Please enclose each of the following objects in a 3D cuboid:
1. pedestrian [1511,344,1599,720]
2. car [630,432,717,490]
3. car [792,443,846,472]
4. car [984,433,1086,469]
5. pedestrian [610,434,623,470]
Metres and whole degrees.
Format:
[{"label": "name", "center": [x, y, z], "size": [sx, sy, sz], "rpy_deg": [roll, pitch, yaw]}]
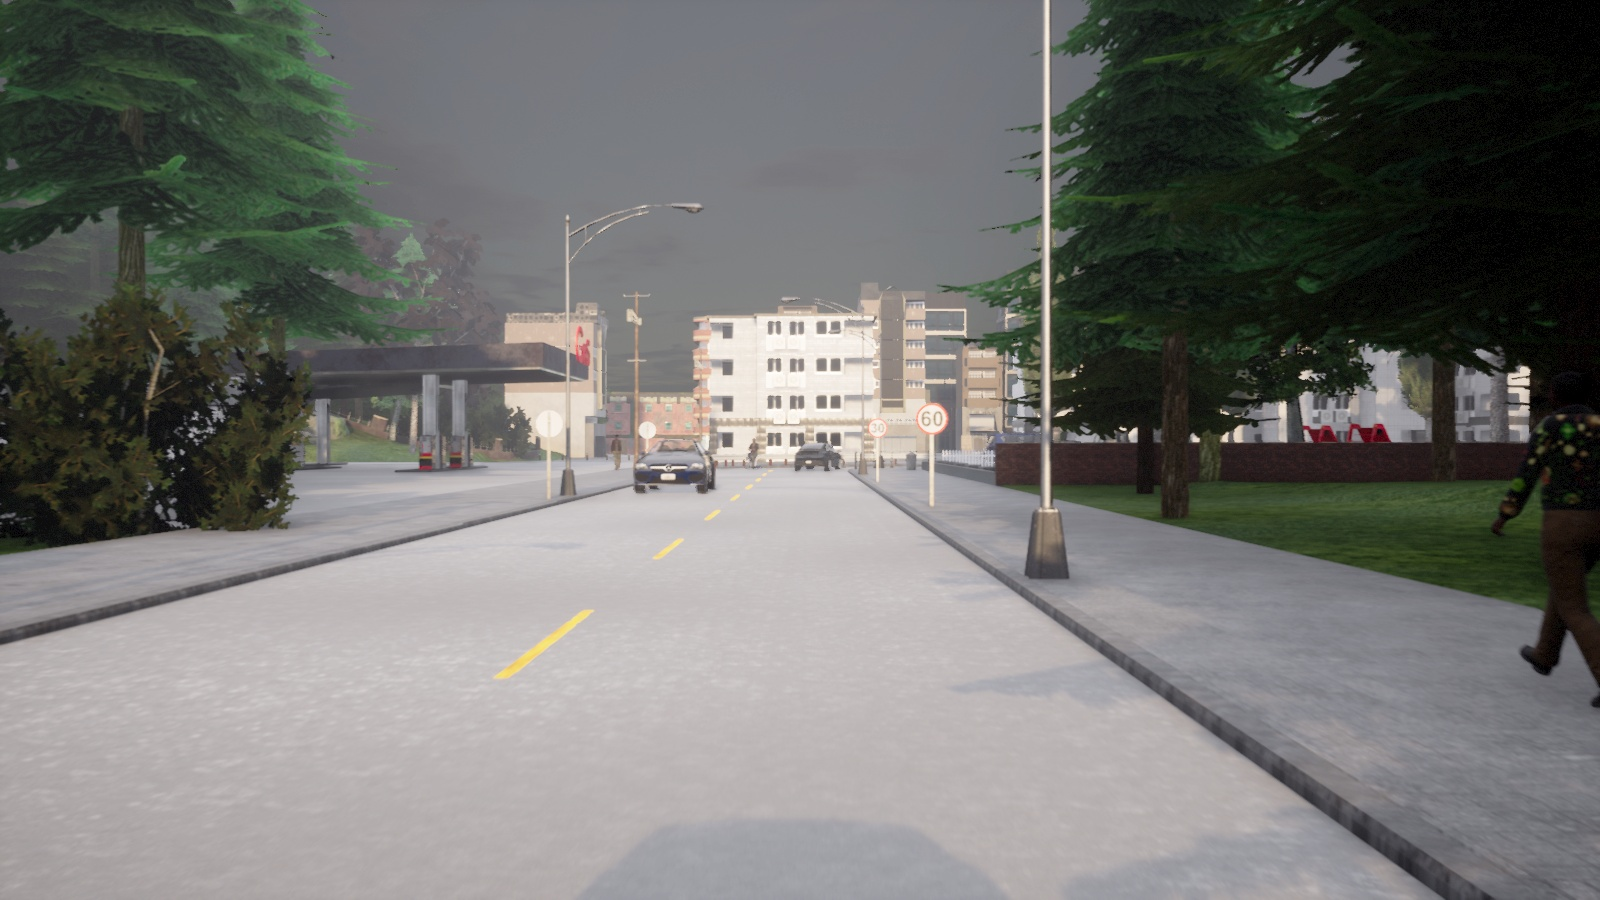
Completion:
[{"label": "pedestrian", "center": [4.226, 0.421, 6.784], "size": [0.395, 1.930, 0.692], "rpy_deg": [0, 0, 3]}, {"label": "car", "center": [-3.788, 0.305, 38.431], "size": [2.152, 1.651, 5.027], "rpy_deg": [0, 0, 0]}, {"label": "car", "center": [1.062, 0.372, 67.647], "size": [1.837, 1.490, 4.892], "rpy_deg": [0, 0, 14]}, {"label": "car", "center": [13.639, 0.064, 73.146], "size": [5.566, 2.045, 2.150], "rpy_deg": [0, 0, 0]}, {"label": "pedestrian", "center": [-9.311, 0.089, 63.795], "size": [0.431, 1.840, 0.703], "rpy_deg": [0, 0, 11]}]
